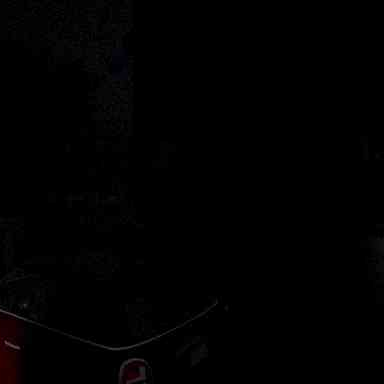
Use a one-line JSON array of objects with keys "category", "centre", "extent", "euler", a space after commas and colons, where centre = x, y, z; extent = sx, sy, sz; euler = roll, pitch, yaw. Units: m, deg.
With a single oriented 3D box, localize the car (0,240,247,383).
[{"category": "car", "centre": [-1.519, 1.440, 4.027], "extent": [4.097, 1.590, 1.967], "euler": [0, 0, 35]}]
